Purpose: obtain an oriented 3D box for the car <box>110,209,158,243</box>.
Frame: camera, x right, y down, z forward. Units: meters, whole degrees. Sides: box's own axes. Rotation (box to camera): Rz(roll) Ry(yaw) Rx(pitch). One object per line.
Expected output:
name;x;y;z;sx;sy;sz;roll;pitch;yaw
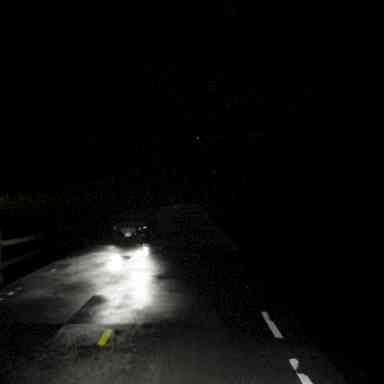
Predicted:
car;-2.845;1.632;17.174;2.128;1.511;4.902;0;0;0
